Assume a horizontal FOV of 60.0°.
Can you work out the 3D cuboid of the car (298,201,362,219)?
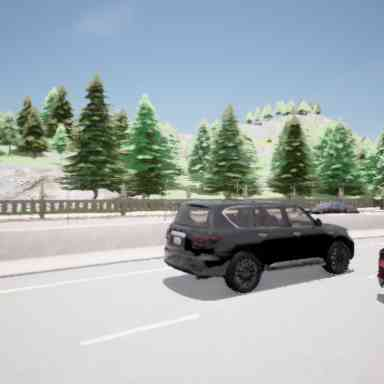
[{"bbox_3d":[12.372,1.591,29.751,5.357,1.411,2.033,0,0,-21],"label":"car"}]

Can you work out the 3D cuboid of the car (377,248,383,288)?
[{"bbox_3d":[6.284,1.508,7.428,5.008,1.535,1.882,0,0,-30],"label":"car"}]

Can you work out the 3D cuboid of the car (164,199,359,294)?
[{"bbox_3d":[1.961,1.221,8.987,5.566,2.045,2.150,0,0,-31],"label":"car"}]
